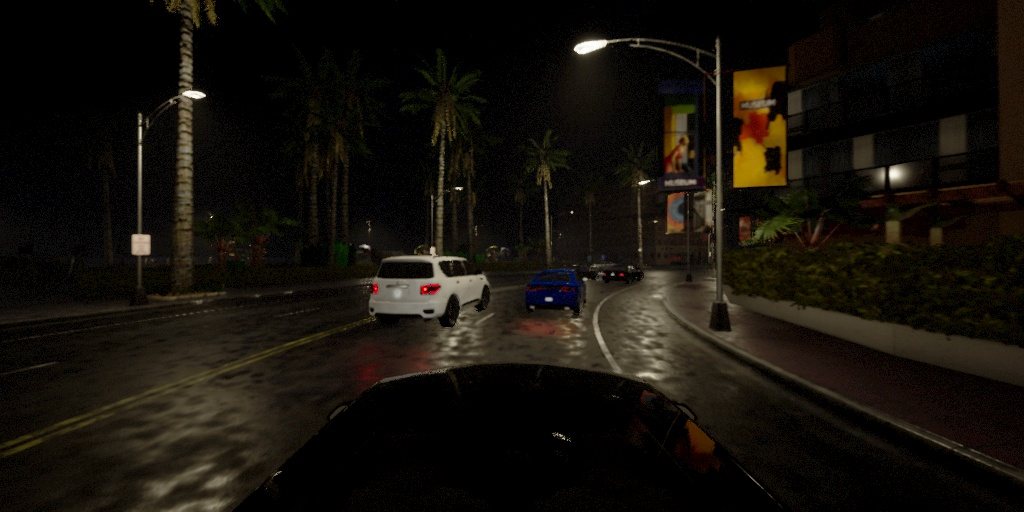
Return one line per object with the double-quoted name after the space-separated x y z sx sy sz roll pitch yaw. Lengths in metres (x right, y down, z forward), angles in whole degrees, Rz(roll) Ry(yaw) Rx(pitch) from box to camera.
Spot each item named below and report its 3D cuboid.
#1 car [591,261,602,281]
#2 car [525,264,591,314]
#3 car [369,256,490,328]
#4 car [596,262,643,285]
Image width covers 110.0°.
5.321 1.387 29.073 2.033 1.411 5.357 0 0 33 "car"
1.875 1.268 14.133 1.882 1.535 5.008 0 0 16 "car"
-2.381 1.010 11.818 2.150 2.045 5.566 0 0 12 "car"
8.583 1.380 27.671 2.033 1.411 5.357 0 0 34 "car"
